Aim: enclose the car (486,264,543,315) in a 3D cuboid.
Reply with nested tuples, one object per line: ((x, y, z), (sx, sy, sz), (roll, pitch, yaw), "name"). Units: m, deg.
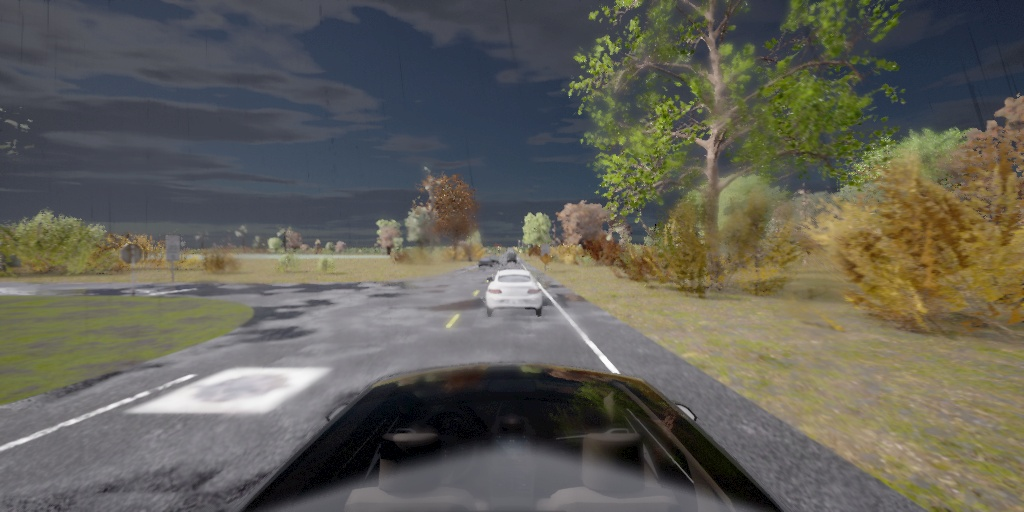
((0.077, 1.190, 12.923), (1.812, 1.442, 4.674), (0, 0, 0), "car")

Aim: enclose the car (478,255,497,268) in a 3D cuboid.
((-3.591, 0.902, 49.510), (2.033, 1.411, 5.357), (0, 1, 0), "car")

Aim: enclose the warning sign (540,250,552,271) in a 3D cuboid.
((3.539, 0.575, 37.459), (1.300, 1.860, 1.060), (0, 0, 0), "warning sign")
